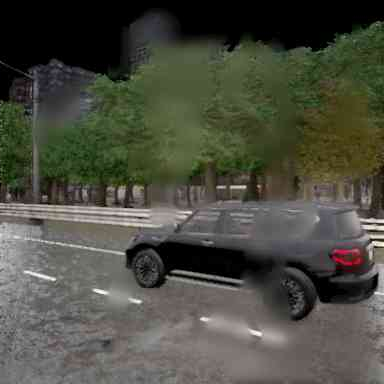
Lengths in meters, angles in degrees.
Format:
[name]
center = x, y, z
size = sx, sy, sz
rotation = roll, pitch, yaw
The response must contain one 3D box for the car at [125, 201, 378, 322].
[car]
center = 0.986, 1.223, 7.467
size = 5.566, 2.045, 2.150
rotation = 0, 0, 36
